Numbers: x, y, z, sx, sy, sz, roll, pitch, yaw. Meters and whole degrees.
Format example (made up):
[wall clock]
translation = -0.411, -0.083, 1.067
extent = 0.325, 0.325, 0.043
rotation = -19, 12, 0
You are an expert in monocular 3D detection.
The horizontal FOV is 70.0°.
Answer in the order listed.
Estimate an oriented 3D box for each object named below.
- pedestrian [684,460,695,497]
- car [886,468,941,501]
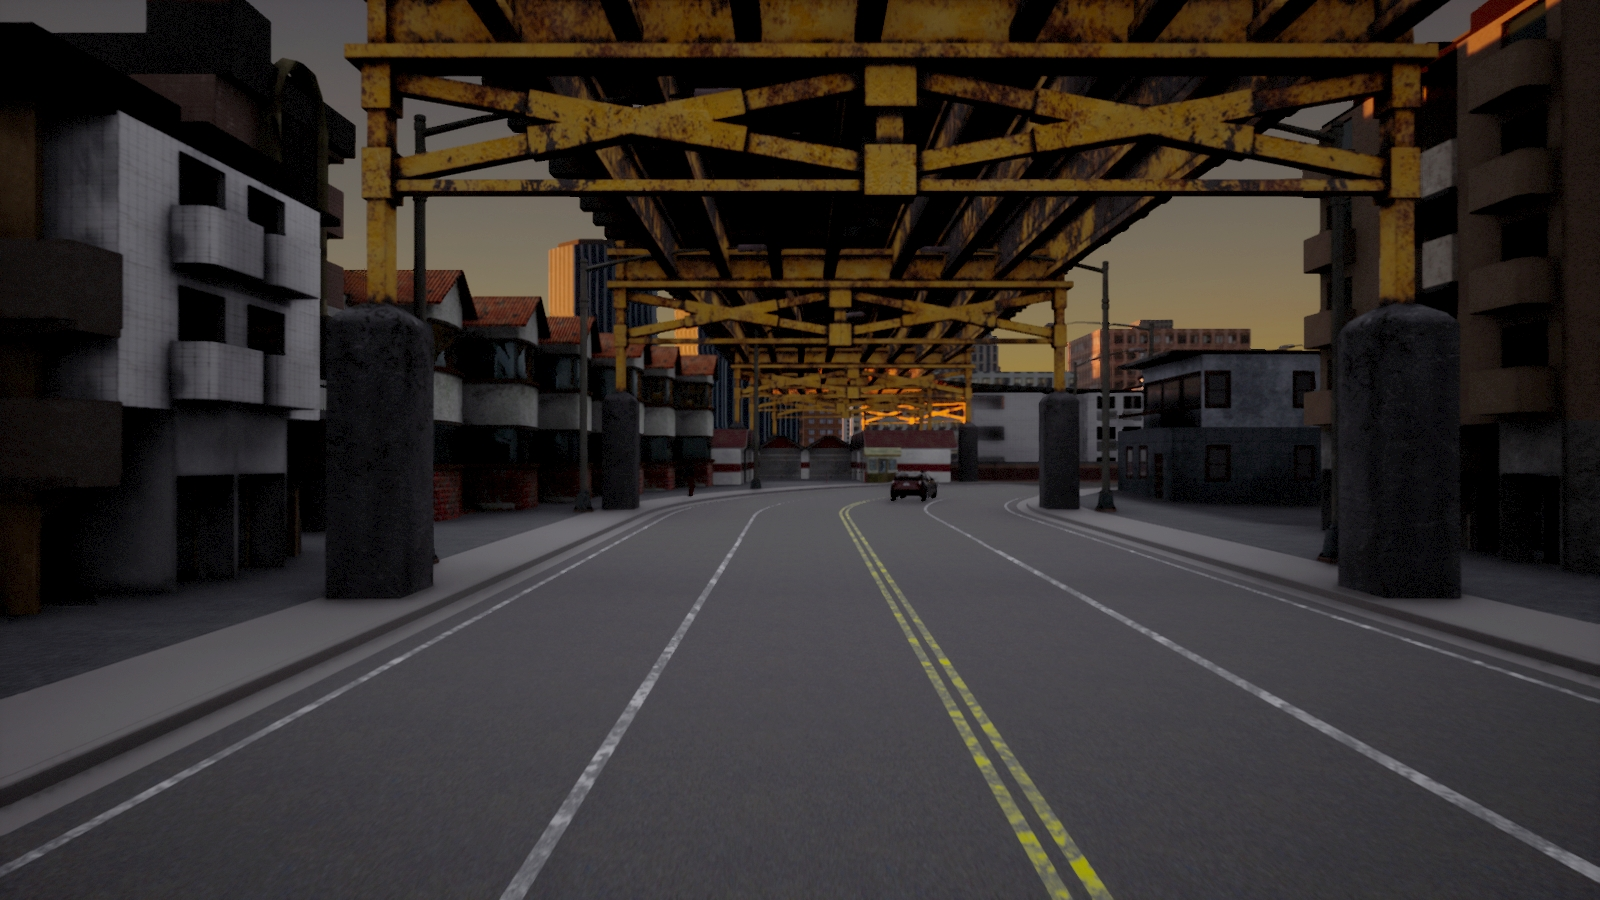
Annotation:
[pedestrian]
translation = -5.575, 1.415, 57.633
extent = 0.375, 1.860, 0.375
rotation = 0, 0, 22
[car]
translation = 5.836, 1.722, 58.334
extent = 2.007, 1.525, 4.514
rotation = 0, 0, 16
